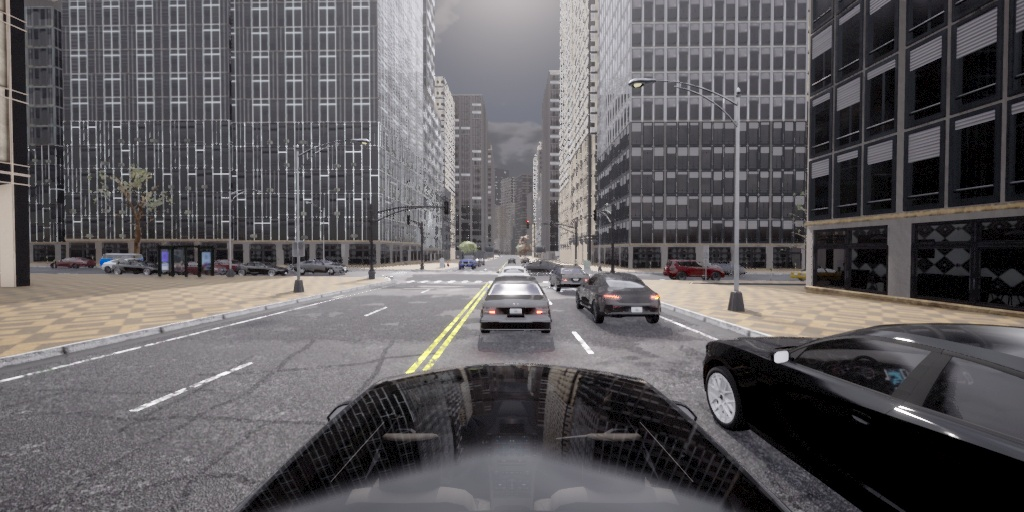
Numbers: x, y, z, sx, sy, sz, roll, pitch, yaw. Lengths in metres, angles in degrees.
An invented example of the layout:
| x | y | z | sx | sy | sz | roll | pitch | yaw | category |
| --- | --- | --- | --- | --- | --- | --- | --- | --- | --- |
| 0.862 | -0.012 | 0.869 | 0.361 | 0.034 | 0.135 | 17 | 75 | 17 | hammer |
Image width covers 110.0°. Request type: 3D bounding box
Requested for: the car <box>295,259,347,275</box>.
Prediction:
| x | y | z | sx | sy | sz | roll | pitch | yaw | category |
| --- | --- | --- | --- | --- | --- | --- | --- | --- | --- |
| -18.815 | 1.089 | 35.279 | 4.902 | 1.511 | 2.128 | 1 | 1 | 1 | car |

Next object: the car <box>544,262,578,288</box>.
| x | y | z | sx | sy | sz | roll | pitch | yaw | category |
| --- | --- | --- | --- | --- | --- | --- | --- | --- | --- |
| 3.344 | 1.286 | 21.317 | 2.033 | 1.411 | 5.357 | 0 | 0 | 0 | car |

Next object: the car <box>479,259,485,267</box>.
| x | y | z | sx | sy | sz | roll | pitch | yaw | category |
| --- | --- | --- | --- | --- | --- | --- | --- | --- | --- |
| -6.593 | 1.191 | 63.788 | 2.128 | 1.511 | 4.902 | 0 | 0 | 0 | car |

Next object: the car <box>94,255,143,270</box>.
| x | y | z | sx | sy | sz | roll | pitch | yaw | category |
| --- | --- | --- | --- | --- | --- | --- | --- | --- | --- |
| -37.961 | 0.949 | 35.667 | 4.674 | 1.442 | 1.812 | 1 | 1 | 2 | car |

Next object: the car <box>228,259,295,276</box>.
| x | y | z | sx | sy | sz | roll | pitch | yaw | category |
| --- | --- | --- | --- | --- | --- | --- | --- | --- | --- |
| -22.745 | 1.172 | 32.651 | 4.313 | 1.339 | 1.948 | 0 | 0 | 1 | car |

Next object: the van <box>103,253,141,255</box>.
| x | y | z | sx | sy | sz | roll | pitch | yaw | category |
| --- | --- | --- | --- | --- | --- | --- | --- | --- | --- |
| -45.305 | 0.603 | 41.607 | 3.998 | 1.789 | 1.690 | 0 | 0 | 1 | van |

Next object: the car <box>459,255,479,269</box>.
| x | y | z | sx | sy | sz | roll | pitch | yaw | category |
| --- | --- | --- | --- | --- | --- | --- | --- | --- | --- |
| -6.622 | 0.933 | 53.870 | 2.150 | 2.045 | 5.566 | 0 | 0 | 0 | car |

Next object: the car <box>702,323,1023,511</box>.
| x | y | z | sx | sy | sz | roll | pitch | yaw | category |
| --- | --- | --- | --- | --- | --- | --- | --- | --- | --- |
| 3.345 | 1.227 | 2.560 | 1.882 | 1.535 | 5.008 | 0 | 0 | 0 | car |

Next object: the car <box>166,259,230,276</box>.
| x | y | z | sx | sy | sz | roll | pitch | yaw | category |
| --- | --- | --- | --- | --- | --- | --- | --- | --- | --- |
| -28.429 | 1.136 | 32.782 | 4.207 | 1.307 | 1.802 | 0 | 0 | 1 | car |

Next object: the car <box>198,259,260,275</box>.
| x | y | z | sx | sy | sz | roll | pitch | yaw | category |
| --- | --- | --- | --- | --- | --- | --- | --- | --- | --- |
| -27.911 | 1.041 | 35.459 | 4.674 | 1.442 | 1.812 | 1 | 1 | 1 | car |

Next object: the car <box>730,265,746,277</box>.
| x | y | z | sx | sy | sz | roll | pitch | yaw | category |
| --- | --- | --- | --- | --- | --- | --- | --- | --- | --- |
| 21.588 | 1.453 | 37.830 | 5.357 | 1.411 | 2.033 | 1 | 1 | 1 | car |

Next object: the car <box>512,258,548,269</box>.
| x | y | z | sx | sy | sz | roll | pitch | yaw | category |
| --- | --- | --- | --- | --- | --- | --- | --- | --- | --- |
| 2.744 | 1.246 | 38.127 | 4.892 | 1.490 | 1.837 | 1 | 1 | 1 | car |

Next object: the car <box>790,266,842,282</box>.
| x | y | z | sx | sy | sz | roll | pitch | yaw | category |
| --- | --- | --- | --- | --- | --- | --- | --- | --- | --- |
| 27.628 | 1.577 | 31.950 | 4.829 | 1.417 | 1.751 | 0 | 0 | 1 | car |

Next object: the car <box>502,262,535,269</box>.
| x | y | z | sx | sy | sz | roll | pitch | yaw | category |
| --- | --- | --- | --- | --- | --- | --- | --- | --- | --- |
| 0.092 | 1.265 | 20.228 | 1.812 | 1.442 | 4.674 | 0 | 0 | 0 | car |

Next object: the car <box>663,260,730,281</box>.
| x | y | z | sx | sy | sz | roll | pitch | yaw | category |
| --- | --- | --- | --- | --- | --- | --- | --- | --- | --- |
| 16.180 | 1.267 | 32.141 | 5.009 | 1.841 | 2.192 | 0 | 0 | 1 | car |

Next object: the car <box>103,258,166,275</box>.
| x | y | z | sx | sy | sz | roll | pitch | yaw | category |
| --- | --- | --- | --- | --- | --- | --- | --- | --- | --- |
| -34.110 | 1.067 | 32.952 | 4.313 | 1.339 | 1.948 | 0 | 0 | 1 | car |

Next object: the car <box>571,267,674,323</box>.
| x | y | z | sx | sy | sz | roll | pitch | yaw | category |
| --- | --- | --- | --- | --- | --- | --- | --- | --- | --- |
| 3.347 | 1.271 | 11.906 | 1.812 | 1.442 | 4.674 | 0 | 0 | 0 | car |

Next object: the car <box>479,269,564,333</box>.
| x | y | z | sx | sy | sz | roll | pitch | yaw | category |
| --- | --- | --- | --- | --- | --- | --- | --- | --- | --- |
| 0.097 | 1.293 | 10.637 | 2.033 | 1.411 | 5.357 | 0 | 0 | 0 | car |
